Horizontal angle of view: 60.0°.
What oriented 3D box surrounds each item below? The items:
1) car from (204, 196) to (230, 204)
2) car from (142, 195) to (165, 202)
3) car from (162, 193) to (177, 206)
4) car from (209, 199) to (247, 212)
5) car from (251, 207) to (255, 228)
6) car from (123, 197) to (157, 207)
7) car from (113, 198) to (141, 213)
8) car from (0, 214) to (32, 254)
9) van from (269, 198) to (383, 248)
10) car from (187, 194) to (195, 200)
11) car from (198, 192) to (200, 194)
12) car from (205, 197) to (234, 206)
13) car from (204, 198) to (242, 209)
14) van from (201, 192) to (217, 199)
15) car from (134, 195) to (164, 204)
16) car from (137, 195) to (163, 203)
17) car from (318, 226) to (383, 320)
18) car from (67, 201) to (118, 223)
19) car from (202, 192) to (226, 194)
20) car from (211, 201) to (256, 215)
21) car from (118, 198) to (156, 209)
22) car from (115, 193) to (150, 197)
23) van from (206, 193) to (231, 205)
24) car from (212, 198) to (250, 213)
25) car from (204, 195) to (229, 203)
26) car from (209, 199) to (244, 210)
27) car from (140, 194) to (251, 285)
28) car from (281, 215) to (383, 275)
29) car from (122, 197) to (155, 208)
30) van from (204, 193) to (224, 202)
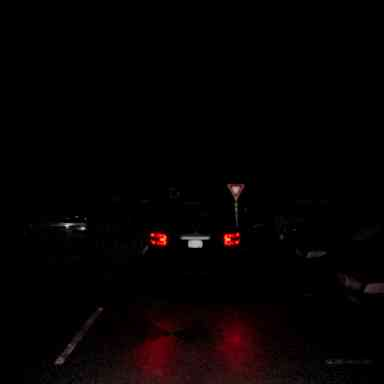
[{"bbox_3d":[4.773,1.483,63.484,4.792,1.488,2.163,0,1,0],"label":"car"},{"bbox_3d":[-8.312,1.413,71.718,4.792,1.488,2.163,0,0,0],"label":"car"},{"bbox_3d":[-3.863,1.271,57.880,2.150,2.045,5.566,0,1,0],"label":"car"},{"bbox_3d":[4.727,1.761,43.971,4.792,1.488,2.163,0,1,0],"label":"car"},{"bbox_3d":[2.274,1.398,20.578,2.097,1.767,4.553,-2,-3,29],"label":"car"},{"bbox_3d":[-8.516,1.566,55.072,5.366,1.575,1.946,0,1,0],"label":"car"},{"bbox_3d":[-8.351,1.802,41.194,4.792,1.488,2.163,0,1,0],"label":"car"},{"bbox_3d":[-8.068,1.455,11.376,4.792,1.488,2.163,0,0,0],"label":"car"},{"bbox_3d":[4.915,1.200,11.455,4.442,1.987,1.878,-1,0,0],"label":"van"},{"bbox_3d":[-0.306,1.166,79.899,1.882,1.535,5.008,0,0,0],"label":"car"},{"bbox_3d":[4.704,1.067,82.738,5.566,2.045,2.435,0,0,0],"label":"car"},{"bbox_3d":[4.719,1.558,57.819,4.792,1.488,2.163,0,1,0],"label":"car"},{"bbox_3d":[4.568,1.648,49.511,5.366,1.575,1.946,0,1,0],"label":"car"},{"bbox_3d":[4.841,1.025,93.945,4.442,1.987,1.878,0,0,0],"label":"van"},{"bbox_3d":[-8.150,1.452,63.398,5.366,1.575,1.946,0,1,0],"label":"car"},{"bbox_3d":[-8.343,1.427,66.165,4.892,1.521,2.231,0,1,0],"label":"car"},{"bbox_3d":[5.043,1.503,5.999,4.674,1.452,2.002,0,0,0],"label":"car"},{"bbox_3d":[-7.856,1.648,25.884,1.994,1.385,4.181,-1,-2,14],"label":"car"},{"bbox_3d":[4.778,1.318,55.046,5.566,2.045,2.435,0,1,0],"label":"car"},{"bbox_3d":[4.755,1.811,38.555,5.008,1.535,2.097,0,1,0],"label":"car"},{"bbox_3d":[-8.141,1.647,49.521,5.366,1.575,1.946,0,1,0],"label":"car"},{"bbox_3d":[-8.296,1.440,46.741,5.566,2.045,2.435,0,1,0],"label":"car"},{"bbox_3d":[4.863,1.263,60.710,4.442,1.987,1.878,0,1,0],"label":"van"},{"bbox_3d":[4.790,1.645,41.324,4.553,1.767,2.185,0,1,0],"label":"car"},{"bbox_3d":[4.771,1.456,66.123,4.792,1.488,2.163,0,0,0],"label":"car"},{"bbox_3d":[4.752,1.731,46.741,4.674,1.452,2.002,0,1,0],"label":"car"},{"bbox_3d":[0.072,1.175,9.545,2.150,2.045,5.566,0,0,0],"label":"car"},{"bbox_3d":[5.044,1.483,8.783,4.674,1.452,2.002,0,0,0],"label":"car"},{"bbox_3d":[-8.322,1.611,52.297,4.892,1.521,2.231,0,1,0],"label":"car"},{"bbox_3d":[4.853,1.142,74.429,4.442,1.987,1.878,0,0,0],"label":"van"}]
